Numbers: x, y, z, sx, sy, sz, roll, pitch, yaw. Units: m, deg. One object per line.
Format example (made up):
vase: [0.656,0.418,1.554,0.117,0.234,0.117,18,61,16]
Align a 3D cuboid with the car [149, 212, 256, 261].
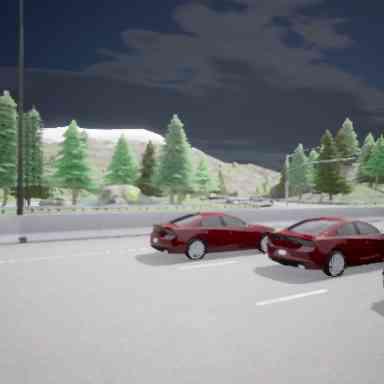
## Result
car: [0.929,1.480,12.244,5.008,1.535,1.882,1,0,-30]

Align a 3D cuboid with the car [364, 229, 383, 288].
car: [6.003,1.570,7.092,4.674,1.442,1.812,0,0,-30]

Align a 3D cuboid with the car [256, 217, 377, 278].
car: [4.611,1.510,10.320,5.008,1.535,1.882,0,0,-30]
